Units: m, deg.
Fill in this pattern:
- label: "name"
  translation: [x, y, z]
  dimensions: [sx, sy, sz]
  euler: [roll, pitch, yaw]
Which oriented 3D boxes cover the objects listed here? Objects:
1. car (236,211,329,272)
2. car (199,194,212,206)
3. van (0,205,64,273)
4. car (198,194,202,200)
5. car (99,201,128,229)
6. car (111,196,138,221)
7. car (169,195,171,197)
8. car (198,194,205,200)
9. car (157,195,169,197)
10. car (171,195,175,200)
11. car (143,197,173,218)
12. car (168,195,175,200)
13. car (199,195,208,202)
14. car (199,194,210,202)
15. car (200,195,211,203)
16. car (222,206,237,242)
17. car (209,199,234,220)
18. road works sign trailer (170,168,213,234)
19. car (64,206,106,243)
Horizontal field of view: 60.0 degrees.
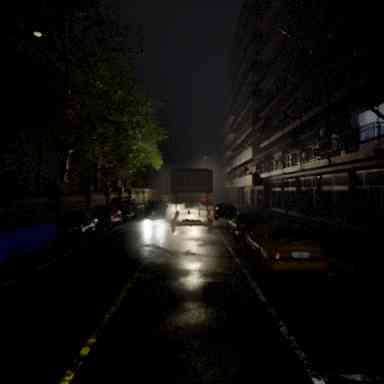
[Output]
- label: "car"
  translation: [2.681, 1.512, 10.500]
  dimensions: [1.752, 1.417, 4.829]
  euler: [0, 0, 0]
- label: "car"
  translation: [2.645, 1.505, 55.373]
  dimensions: [1.887, 1.381, 4.507]
  euler: [0, 0, 0]
- label: "van"
  translation: [-5.699, 1.329, 10.322]
  dimensions: [1.690, 1.788, 3.998]
  euler: [0, 0, 0]
- label: "car"
  translation: [2.640, 1.505, 61.004]
  dimensions: [1.887, 1.381, 4.507]
  euler: [0, 0, 0]
- label: "car"
  translation: [-5.708, 1.522, 21.584]
  dimensions: [1.887, 1.381, 4.507]
  euler: [0, 0, 0]
- label: "car"
  translation: [-5.713, 1.288, 27.216]
  dimensions: [2.192, 1.841, 5.009]
  euler: [0, 0, 0]
- label: "car"
  translation: [-5.745, 1.402, 66.625]
  dimensions: [1.967, 1.590, 4.097]
  euler: [0, 0, 0]
- label: "car"
  translation: [2.613, 1.410, 94.785]
  dimensions: [1.967, 1.590, 4.097]
  euler: [0, 0, 0]
- label: "car"
  translation: [-5.741, 1.401, 60.997]
  dimensions: [1.967, 1.590, 4.097]
  euler: [0, 0, 0]
- label: "car"
  translation: [-5.753, 1.514, 77.887]
  dimensions: [2.008, 1.369, 4.403]
  euler: [0, 0, 0]
- label: "car"
  translation: [-3.122, 1.462, 29.509]
  dimensions: [2.128, 1.511, 4.902]
  euler: [0, 0, 0]
- label: "car"
  translation: [-5.767, 1.496, 94.607]
  dimensions: [1.752, 1.417, 4.829]
  euler: [0, 0, 0]
- label: "car"
  translation: [2.627, 1.403, 77.894]
  dimensions: [1.967, 1.590, 4.097]
  euler: [0, 0, 0]
- label: "car"
  translation: [2.630, 1.277, 72.263]
  dimensions: [2.192, 1.841, 5.009]
  euler: [0, 0, 0]
- label: "car"
  translation: [2.636, 1.401, 66.633]
  dimensions: [1.967, 1.590, 4.097]
  euler: [0, 0, 0]
- label: "car"
  translation: [2.677, 1.564, 15.961]
  dimensions: [1.802, 1.307, 4.206]
  euler: [0, 0, 0]
- label: "car"
  translation: [2.667, 1.538, 27.223]
  dimensions: [1.947, 1.339, 4.313]
  euler: [0, 0, 0]
- label: "road works sign trailer"
  translation: [-0.015, 0.443, 18.979]
  dimensions: [2.380, 3.560, 2.880]
  euler: [0, 0, 0]
- label: "car"
  translation: [-5.704, 1.564, 15.953]
  dimensions: [1.802, 1.307, 4.206]
  euler: [0, 0, 0]
